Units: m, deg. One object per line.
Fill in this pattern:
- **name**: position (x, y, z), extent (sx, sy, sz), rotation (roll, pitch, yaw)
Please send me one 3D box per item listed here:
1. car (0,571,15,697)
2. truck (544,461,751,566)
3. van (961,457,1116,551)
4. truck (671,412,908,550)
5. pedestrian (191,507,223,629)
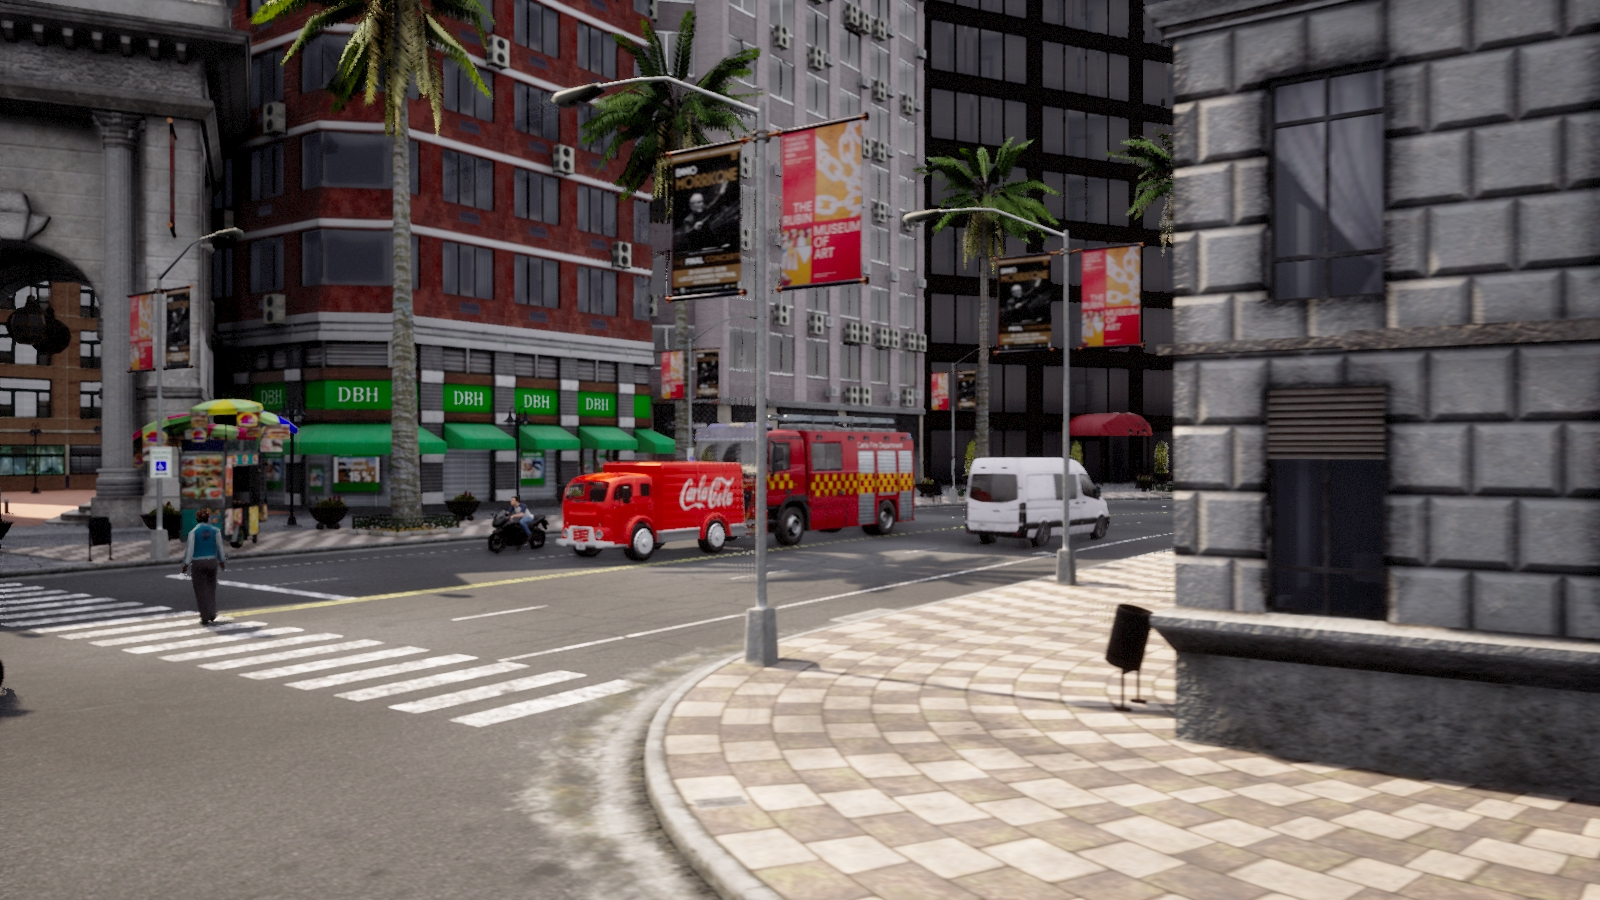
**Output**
- **car**: position (-9.622, 2.110, 12.027), extent (1.481, 1.376, 2.207), rotation (0, 1, -11)
- **truck**: position (-3.930, 1.543, 30.329), extent (2.627, 2.467, 5.204), rotation (0, 0, 35)
- **van**: position (7.312, 1.504, 34.505), extent (1.988, 2.561, 5.915), rotation (0, 0, 40)
- **truck**: position (-0.081, 0.861, 35.983), extent (2.891, 3.827, 8.468), rotation (0, 0, 37)
- **pedestrian**: position (-9.315, 1.835, 17.938), extent (0.375, 1.860, 0.375), rotation (0, 0, -40)
